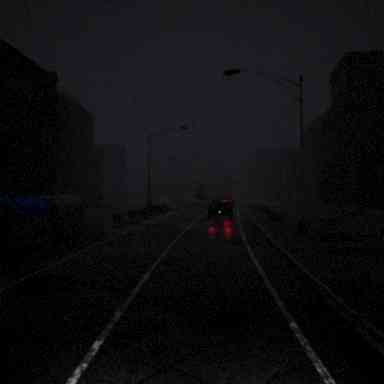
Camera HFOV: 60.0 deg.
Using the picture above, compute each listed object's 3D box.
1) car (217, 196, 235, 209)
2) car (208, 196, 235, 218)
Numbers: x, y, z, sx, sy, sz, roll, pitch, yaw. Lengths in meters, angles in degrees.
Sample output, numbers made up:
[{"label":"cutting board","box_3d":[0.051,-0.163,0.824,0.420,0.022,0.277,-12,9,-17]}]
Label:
[{"label":"car","box_3d":[4.456,1.332,42.890,2.128,1.511,4.902,0,-2,7]},{"label":"car","box_3d":[2.281,1.205,26.151,2.128,1.511,4.902,0,1,7]}]
